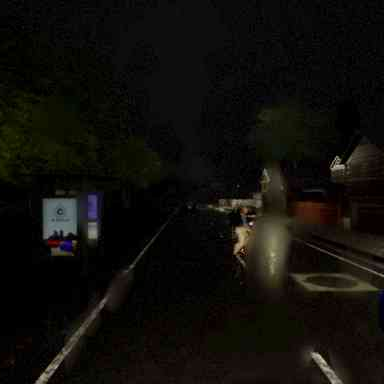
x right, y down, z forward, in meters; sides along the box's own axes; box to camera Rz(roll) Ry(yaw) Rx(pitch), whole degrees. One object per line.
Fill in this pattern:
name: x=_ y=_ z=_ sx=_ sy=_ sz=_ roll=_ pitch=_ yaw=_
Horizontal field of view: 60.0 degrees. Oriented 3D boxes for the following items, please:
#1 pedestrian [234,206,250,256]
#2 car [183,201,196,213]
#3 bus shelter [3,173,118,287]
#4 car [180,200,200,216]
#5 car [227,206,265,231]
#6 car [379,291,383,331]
pedestrian: x=1.770 y=1.338 z=11.790 sx=0.375 sy=1.860 sz=0.375 roll=0 pitch=0 yaw=9
car: x=-0.357 y=2.026 z=46.233 sx=1.812 sy=1.442 sz=4.674 roll=0 pitch=-1 yaw=-1
bus shelter: x=-3.604 y=0.906 z=9.968 sx=1.920 sy=2.740 sz=3.880 roll=0 pitch=0 yaw=-1
car: x=-0.253 y=1.695 z=36.518 sx=2.097 sy=1.767 sz=4.553 roll=0 pitch=-1 yaw=0
car: x=3.397 y=1.628 z=21.455 sx=2.128 sy=1.511 sz=4.902 roll=0 pitch=-1 yaw=-1
car: x=3.581 y=1.223 z=2.050 sx=2.150 sy=2.045 sz=5.566 roll=0 pitch=0 yaw=-1
